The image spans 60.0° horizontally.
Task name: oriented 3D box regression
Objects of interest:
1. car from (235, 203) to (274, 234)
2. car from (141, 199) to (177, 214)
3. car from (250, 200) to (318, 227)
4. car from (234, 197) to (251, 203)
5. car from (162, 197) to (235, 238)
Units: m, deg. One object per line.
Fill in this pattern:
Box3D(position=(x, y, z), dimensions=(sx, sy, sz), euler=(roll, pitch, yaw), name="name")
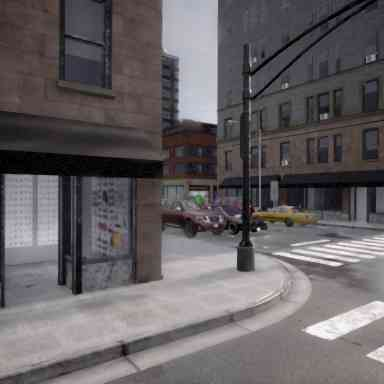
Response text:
Box3D(position=(1.796, 1.528, 19.250), dimensions=(2.033, 1.411, 5.357), euler=(0, 0, -38), name="car")
Box3D(position=(-3.685, 1.530, 36.431), dimensions=(1.887, 1.381, 4.507), euler=(0, 0, -36), name="car")
Box3D(position=(6.115, 1.529, 22.703), dimensions=(1.752, 1.417, 4.829), euler=(0, 0, -36), name="car")
Box3D(position=(2.915, 1.313, 27.187), dimensions=(2.192, 1.841, 5.009), euler=(0, 0, -36), name="car")
Box3D(position=(-0.322, 1.285, 17.909), dimensions=(2.192, 1.841, 5.009), euler=(0, 0, -36), name="car")
